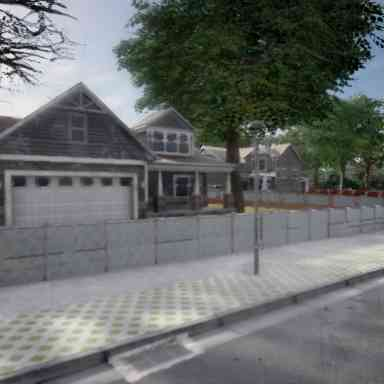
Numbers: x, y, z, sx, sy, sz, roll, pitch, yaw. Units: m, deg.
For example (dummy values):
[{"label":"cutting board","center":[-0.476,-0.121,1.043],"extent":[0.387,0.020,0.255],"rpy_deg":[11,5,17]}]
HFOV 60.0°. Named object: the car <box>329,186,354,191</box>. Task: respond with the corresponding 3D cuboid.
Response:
[{"label":"car","center":[26.217,0.154,56.823],"extent":[2.150,2.045,5.566],"rpy_deg":[-1,5,-45]}]
